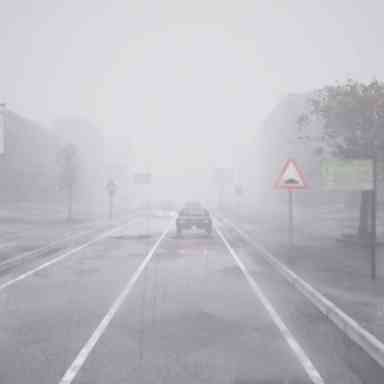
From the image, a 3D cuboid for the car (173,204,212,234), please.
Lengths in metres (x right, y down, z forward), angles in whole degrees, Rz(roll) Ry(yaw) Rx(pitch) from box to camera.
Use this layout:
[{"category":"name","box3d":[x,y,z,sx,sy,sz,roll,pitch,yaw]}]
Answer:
[{"category":"car","box3d":[0.101,1.567,19.364,1.895,1.301,4.718,0,-1,0]}]

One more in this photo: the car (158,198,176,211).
[{"category":"car","box3d":[-3.081,1.585,41.584,1.837,1.490,4.892,0,-1,0]}]

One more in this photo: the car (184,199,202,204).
[{"category":"car","box3d":[0.105,1.507,37.606,1.882,1.535,5.008,0,-1,0]}]
